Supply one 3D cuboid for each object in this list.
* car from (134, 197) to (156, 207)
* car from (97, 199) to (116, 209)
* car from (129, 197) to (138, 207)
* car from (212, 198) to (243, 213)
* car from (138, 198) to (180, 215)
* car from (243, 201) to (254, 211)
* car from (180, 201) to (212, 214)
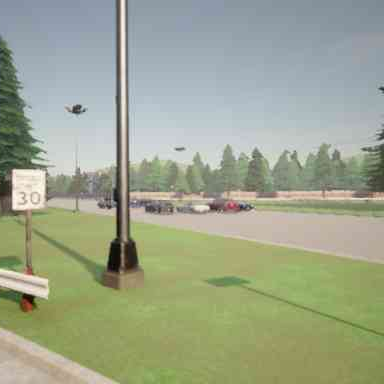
[{"bbox_3d":[-8.053,1.732,56.870,1.882,1.535,5.008,0,0,-32],"label":"car"},{"bbox_3d":[-13.419,1.834,52.253,1.994,1.385,4.181,0,0,-32],"label":"car"},{"bbox_3d":[-9.987,1.606,53.361,2.097,1.767,4.553,0,0,-32],"label":"car"},{"bbox_3d":[3.304,1.471,38.732,2.097,1.767,4.553,0,0,-32],"label":"car"},{"bbox_3d":[-3.716,1.647,36.755,2.128,1.511,4.902,0,0,-32],"label":"car"},{"bbox_3d":[5.537,1.717,41.764,1.895,1.301,4.718,0,0,-32],"label":"car"},{"bbox_3d":[-0.106,1.737,37.586,1.895,1.301,4.718,0,0,-32],"label":"car"}]
